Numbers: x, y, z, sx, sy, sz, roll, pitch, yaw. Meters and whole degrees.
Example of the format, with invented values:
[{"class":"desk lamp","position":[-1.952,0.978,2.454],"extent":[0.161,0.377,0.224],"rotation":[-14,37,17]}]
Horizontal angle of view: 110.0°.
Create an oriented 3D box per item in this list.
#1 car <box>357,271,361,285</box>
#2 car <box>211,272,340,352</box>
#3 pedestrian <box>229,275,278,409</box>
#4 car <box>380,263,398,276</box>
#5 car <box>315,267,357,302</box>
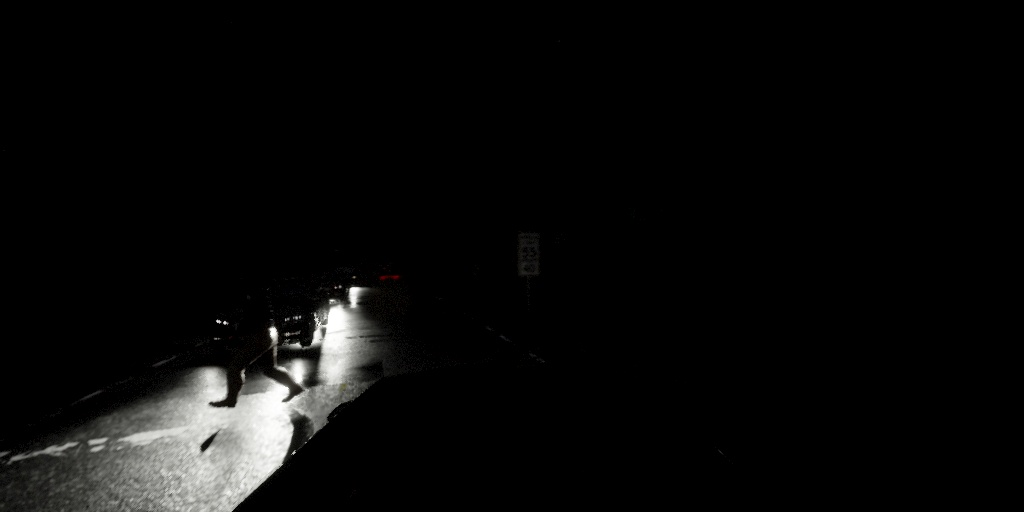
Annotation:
[{"class":"car","position":[-13.027,1.571,28.071],"extent":[1.812,1.442,4.674],"rotation":[0,0,-21]},{"class":"car","position":[-6.079,1.372,9.550],"extent":[2.128,1.511,4.902],"rotation":[0,-1,-20]},{"class":"pedestrian","position":[-3.464,1.109,4.822],"extent":[0.375,1.860,0.375],"rotation":[-1,1,-21]},{"class":"car","position":[-15.254,1.593,44.500],"extent":[1.882,1.535,5.008],"rotation":[0,0,-21]},{"class":"car","position":[-9.415,1.466,18.444],"extent":[2.128,1.511,4.902],"rotation":[0,0,-20]}]
